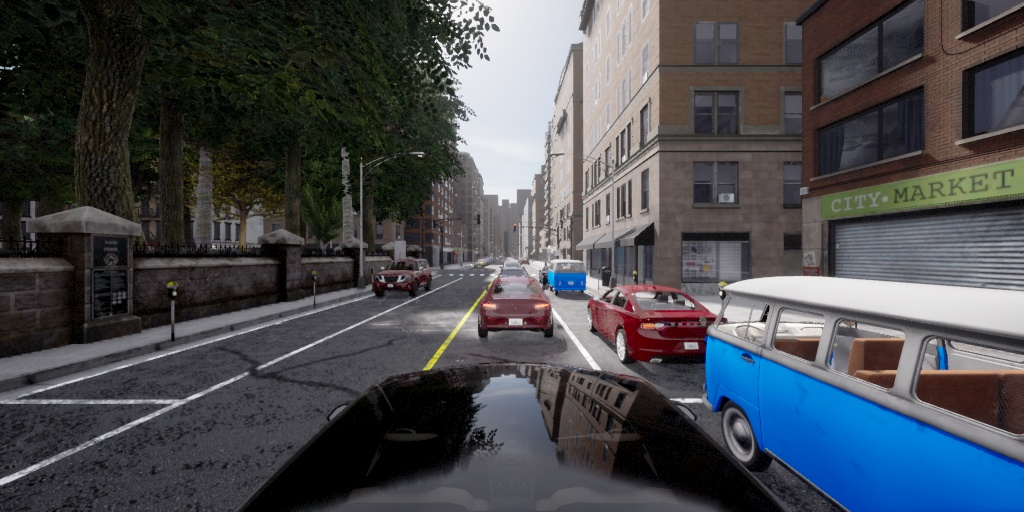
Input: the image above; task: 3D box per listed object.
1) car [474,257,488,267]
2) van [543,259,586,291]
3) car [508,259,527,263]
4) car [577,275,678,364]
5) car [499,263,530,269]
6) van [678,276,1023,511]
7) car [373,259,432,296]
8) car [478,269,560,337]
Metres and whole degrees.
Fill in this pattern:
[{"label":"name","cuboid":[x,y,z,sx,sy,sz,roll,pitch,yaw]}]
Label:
[{"label":"car","cuboid":[-5.663,1.231,62.737,1.751,1.417,4.829,0,0,0]},{"label":"van","cuboid":[2.858,1.086,19.258,1.690,1.789,3.998,0,0,0]},{"label":"car","cuboid":[0.006,1.243,29.461,1.837,1.490,4.892,0,0,0]},{"label":"car","cuboid":[2.857,1.294,7.936,1.888,1.381,4.507,0,0,0]},{"label":"car","cuboid":[0.098,1.293,19.716,2.033,1.411,5.357,0,0,1]},{"label":"van","cuboid":[2.857,1.091,2.275,1.690,1.789,3.998,0,0,0]},{"label":"car","cuboid":[-5.667,1.060,19.218,2.192,1.841,5.009,0,0,0]},{"label":"car","cuboid":[0.096,1.275,10.138,1.812,1.442,4.674,0,0,0]}]
